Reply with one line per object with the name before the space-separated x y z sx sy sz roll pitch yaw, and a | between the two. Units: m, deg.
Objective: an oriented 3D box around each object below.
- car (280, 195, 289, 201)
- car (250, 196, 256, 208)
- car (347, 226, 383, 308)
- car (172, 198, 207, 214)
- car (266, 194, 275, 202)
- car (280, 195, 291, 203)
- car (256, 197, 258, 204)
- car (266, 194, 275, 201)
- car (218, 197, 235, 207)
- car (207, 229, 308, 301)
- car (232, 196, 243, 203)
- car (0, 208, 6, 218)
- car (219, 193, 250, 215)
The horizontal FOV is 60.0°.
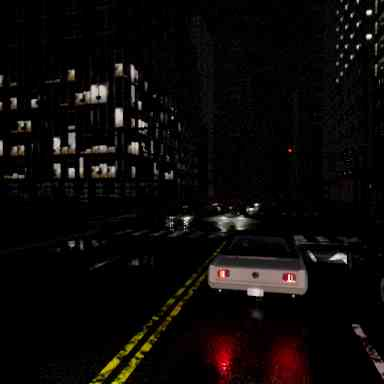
car | 22.200 1.349 79.790 1.895 1.301 4.718 0 0 13
car | 7.596 1.446 47.163 1.882 1.535 5.008 0 0 14
car | 4.871 1.500 7.491 1.837 1.490 4.892 0 0 14
car | -0.177 1.382 33.586 1.882 1.535 5.008 0 -2 29
car | 16.709 1.525 70.824 1.895 1.301 4.718 0 0 13
car | 19.765 1.469 69.631 2.033 1.411 5.357 0 0 13
car | 11.680 1.473 63.951 1.812 1.442 4.674 0 0 14
car | 19.032 1.280 80.519 2.128 1.511 4.902 0 0 13
car | 5.440 1.511 52.104 2.033 1.411 5.357 0 0 14
car | 1.745 1.597 8.406 1.895 1.301 4.718 0 0 14
car | 9.330 1.545 67.972 1.895 1.301 4.718 0 0 14
car | -17.210 1.433 26.810 4.313 1.339 1.947 1 1 15
car | 4.107 1.130 32.584 2.150 2.045 5.566 0 -1 13
